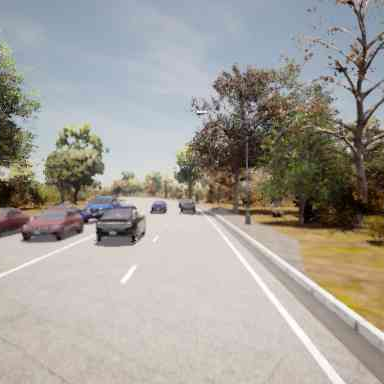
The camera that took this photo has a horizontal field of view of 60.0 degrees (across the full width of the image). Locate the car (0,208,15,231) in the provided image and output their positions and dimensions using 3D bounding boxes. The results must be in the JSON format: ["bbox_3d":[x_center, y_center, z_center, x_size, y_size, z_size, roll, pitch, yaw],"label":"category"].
[{"bbox_3d":[-10.672,1.630,18.501,1.812,1.442,4.674,0,0,-1],"label":"car"}]

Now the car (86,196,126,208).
[{"bbox_3d":[-7.256,1.375,27.304,2.150,2.045,5.566,0,0,-1],"label":"car"}]

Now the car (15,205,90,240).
[{"bbox_3d":[-7.165,1.625,17.657,1.812,1.442,4.674,0,0,-1],"label":"car"}]

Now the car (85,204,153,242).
[{"bbox_3d":[-3.464,1.586,16.875,2.128,1.511,4.902,0,0,-1],"label":"car"}]

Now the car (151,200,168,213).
[{"bbox_3d":[-4.028,1.756,40.974,1.812,1.442,4.674,0,0,-2],"label":"car"}]

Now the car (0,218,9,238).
[{"bbox_3d":[-7.091,1.615,8.902,1.994,1.385,4.181,0,0,-1],"label":"car"}]

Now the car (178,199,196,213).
[{"bbox_3d":[-0.542,1.723,41.270,2.128,1.511,4.902,0,0,-2],"label":"car"}]

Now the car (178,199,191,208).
[{"bbox_3d":[-1.254,1.830,54.157,1.812,1.442,4.674,0,0,-4],"label":"car"}]

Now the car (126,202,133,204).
[{"bbox_3d":[-7.492,1.811,37.386,1.895,1.301,4.718,0,0,-2],"label":"car"}]
